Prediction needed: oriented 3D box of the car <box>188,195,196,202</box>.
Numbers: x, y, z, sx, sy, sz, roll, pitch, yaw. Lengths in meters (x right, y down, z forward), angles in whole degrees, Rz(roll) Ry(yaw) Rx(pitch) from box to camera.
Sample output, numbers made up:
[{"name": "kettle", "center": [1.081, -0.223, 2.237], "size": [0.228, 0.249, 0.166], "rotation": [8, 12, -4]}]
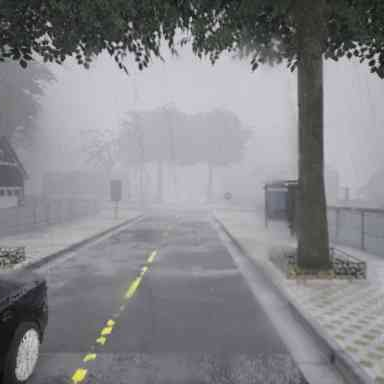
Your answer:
[{"name": "car", "center": [-0.001, 1.711, 82.774], "size": [1.994, 1.385, 4.181], "rotation": [0, 0, 0]}]

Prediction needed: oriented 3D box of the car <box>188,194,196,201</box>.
[{"name": "car", "center": [-0.001, 1.512, 94.044], "size": [2.097, 1.767, 4.553], "rotation": [0, 0, 0]}]

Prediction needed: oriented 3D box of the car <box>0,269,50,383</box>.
[{"name": "car", "center": [-2.850, 1.474, 2.452], "size": [1.882, 1.535, 5.008], "rotation": [0, 0, 0]}]
